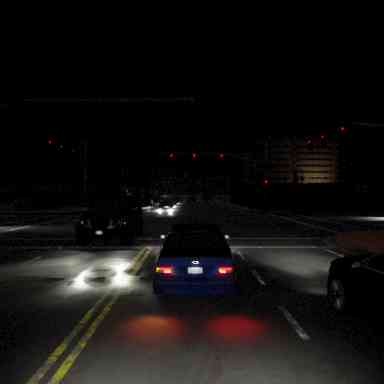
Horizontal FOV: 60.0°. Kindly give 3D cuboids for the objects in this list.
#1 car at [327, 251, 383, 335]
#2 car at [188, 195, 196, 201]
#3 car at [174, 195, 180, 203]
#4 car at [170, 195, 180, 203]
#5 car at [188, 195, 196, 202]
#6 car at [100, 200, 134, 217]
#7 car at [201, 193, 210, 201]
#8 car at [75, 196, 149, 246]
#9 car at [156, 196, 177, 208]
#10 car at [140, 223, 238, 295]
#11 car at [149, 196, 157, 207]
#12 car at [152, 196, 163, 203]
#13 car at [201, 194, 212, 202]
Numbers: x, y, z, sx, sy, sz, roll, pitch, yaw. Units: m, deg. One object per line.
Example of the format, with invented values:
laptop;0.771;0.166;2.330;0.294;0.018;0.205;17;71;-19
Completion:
car;3.558;1.491;4.640;2.128;1.511;4.902;0;0;0
car;-0.082;1.425;84.656;1.994;1.385;4.181;0;0;0
car;-3.638;1.492;57.347;2.128;1.511;4.902;0;0;0
car;-3.568;1.500;69.992;1.837;1.490;4.892;0;0;0
car;-0.072;1.531;74.382;2.033;1.411;5.357;0;0;0
car;-7.131;1.547;32.233;2.033;1.411;5.357;0;0;0
car;3.418;1.228;84.631;2.097;1.767;4.553;0;0;0
car;-3.615;1.221;15.691;2.150;2.045;5.566;0;0;0
car;-3.645;1.601;47.576;1.895;1.301;4.718;0;0;0
car;0.074;1.547;8.882;2.033;1.411;5.357;0;0;0
car;-7.146;1.548;52.674;2.033;1.411;5.357;0;0;0
car;-7.073;1.506;68.193;1.837;1.490;4.892;0;0;0
car;3.428;1.344;74.675;2.097;1.767;4.553;0;0;0
